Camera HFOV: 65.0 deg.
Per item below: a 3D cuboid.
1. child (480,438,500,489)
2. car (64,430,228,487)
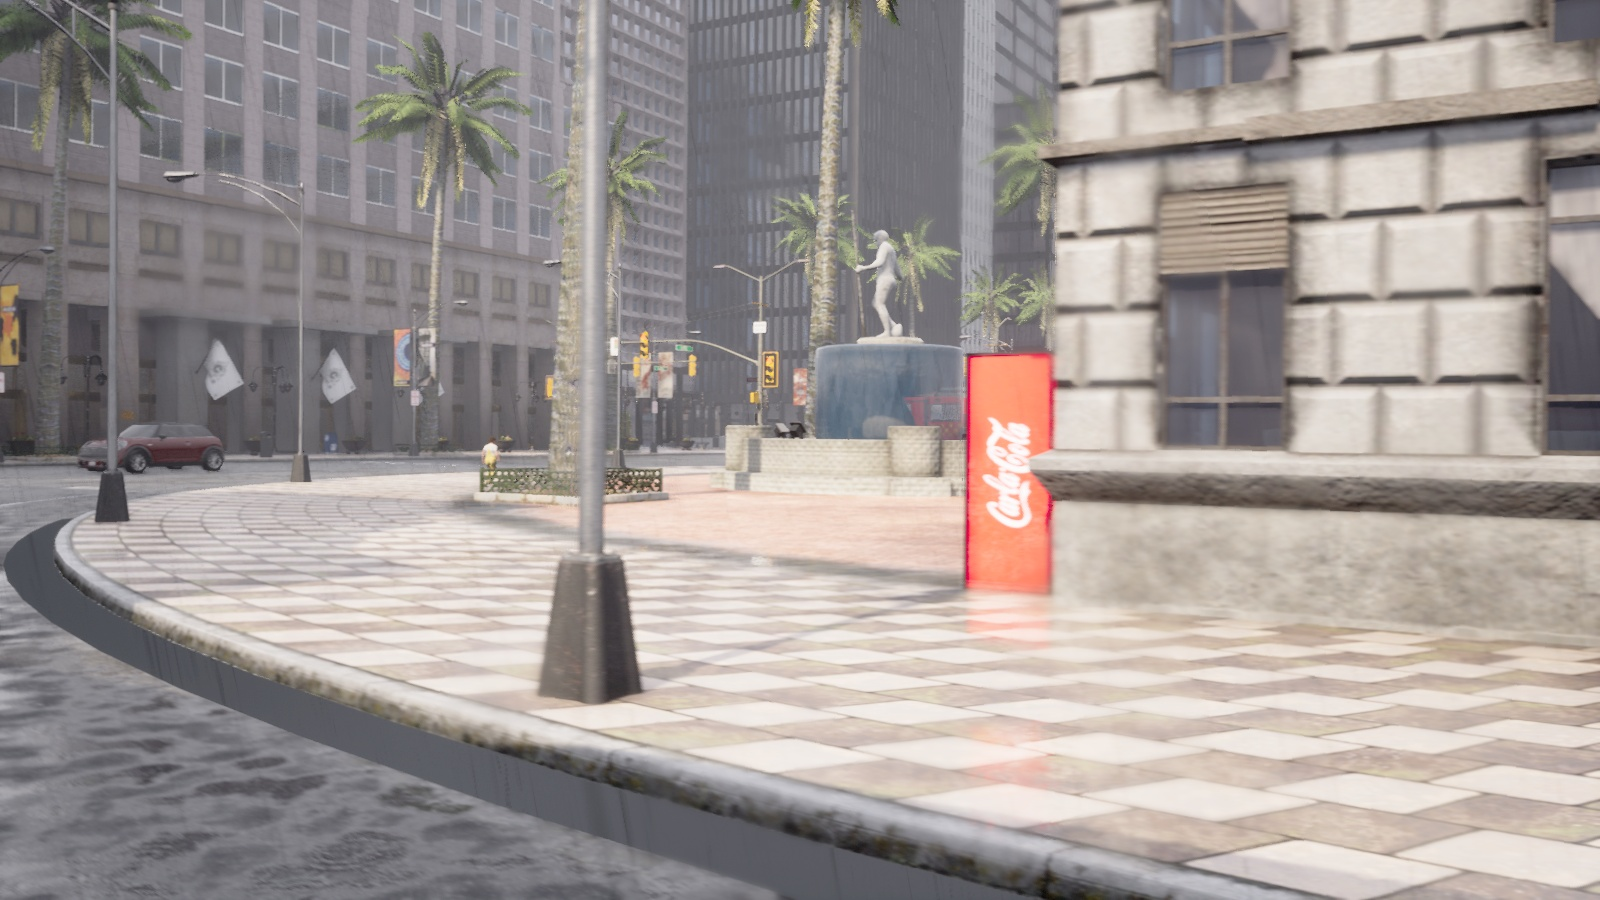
[{"bbox_3d":[-7.699,0.334,31.192,0.270,1.263,0.437,0,1,22],"label":"child"},{"bbox_3d":[-21.782,0.238,42.012,2.097,1.767,4.553,0,1,23],"label":"car"}]
